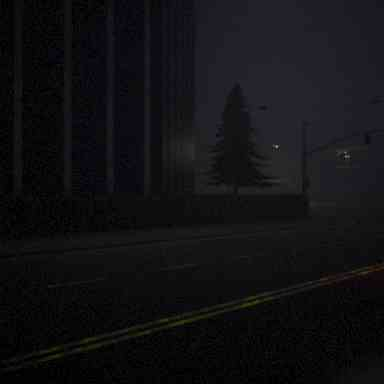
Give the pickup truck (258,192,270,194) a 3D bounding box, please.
[{"bbox_3d":[15.793,1.127,72.865,2.390,2.098,6.274,0,0,-6],"label":"pickup truck"}]
